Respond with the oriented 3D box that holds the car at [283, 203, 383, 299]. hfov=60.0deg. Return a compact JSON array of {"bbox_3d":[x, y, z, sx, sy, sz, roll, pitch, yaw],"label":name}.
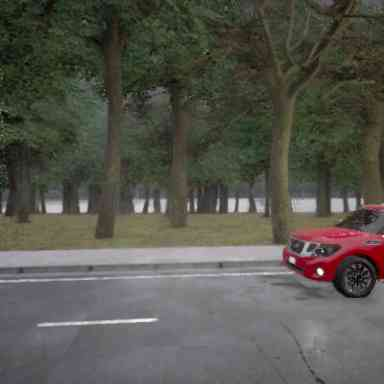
[{"bbox_3d":[5.197,1.298,8.415,5.566,2.045,2.150,0,-1,-6],"label":"car"}]
